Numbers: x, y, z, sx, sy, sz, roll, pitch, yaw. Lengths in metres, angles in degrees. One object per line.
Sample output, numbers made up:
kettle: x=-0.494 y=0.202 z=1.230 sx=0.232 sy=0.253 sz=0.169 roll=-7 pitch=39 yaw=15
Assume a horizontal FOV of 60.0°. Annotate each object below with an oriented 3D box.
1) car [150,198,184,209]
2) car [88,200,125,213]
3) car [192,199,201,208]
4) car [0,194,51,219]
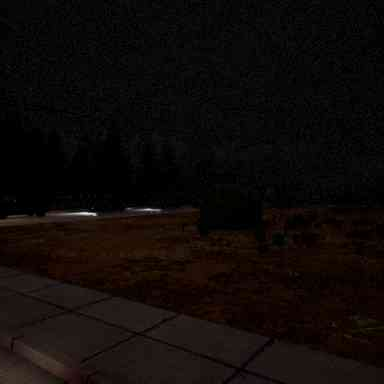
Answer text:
car: x=-3.386 y=1.574 z=46.082 sx=2.033 sy=1.411 sz=5.357 roll=0 pitch=0 yaw=37
car: x=-9.588 y=1.591 z=37.702 sx=1.994 sy=1.385 sz=4.181 roll=0 pitch=0 yaw=37
car: x=1.938 y=1.591 z=47.246 sx=1.994 sy=1.385 sz=4.181 roll=0 pitch=0 yaw=39
car: x=-15.488 y=1.248 z=29.727 sx=2.150 sy=2.045 sz=5.566 roll=0 pitch=0 yaw=36
